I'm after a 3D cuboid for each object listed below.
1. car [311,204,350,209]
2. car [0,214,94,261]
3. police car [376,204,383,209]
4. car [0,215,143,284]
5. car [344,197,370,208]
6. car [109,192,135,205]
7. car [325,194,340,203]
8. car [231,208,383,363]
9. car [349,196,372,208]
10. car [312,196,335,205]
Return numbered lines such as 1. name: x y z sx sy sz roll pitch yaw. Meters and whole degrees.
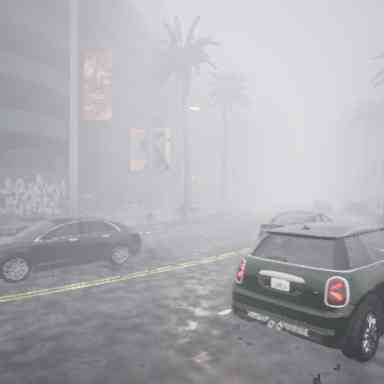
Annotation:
1. car: 4.467 1.471 13.128 1.882 1.535 5.008 0 0 39
2. car: -6.211 1.587 12.115 4.718 1.301 1.895 0 0 -41
3. police car: 12.928 1.418 21.155 1.930 1.638 5.238 0 0 23
4. car: -3.777 1.495 9.758 4.892 1.490 1.837 0 1 -42
5. car: 18.290 1.510 37.315 1.812 1.442 4.674 0 0 16
6. car: -10.836 0.982 51.444 2.435 2.045 5.566 0 0 16
7. car: 32.877 1.318 77.300 2.185 1.767 4.553 0 0 16
8. car: 2.827 1.349 6.215 4.553 1.767 2.097 0 0 -43
9. car: 24.785 1.461 49.062 2.231 1.521 4.892 0 0 16
10. car: 15.101 1.545 38.896 1.994 1.385 4.181 0 0 16
